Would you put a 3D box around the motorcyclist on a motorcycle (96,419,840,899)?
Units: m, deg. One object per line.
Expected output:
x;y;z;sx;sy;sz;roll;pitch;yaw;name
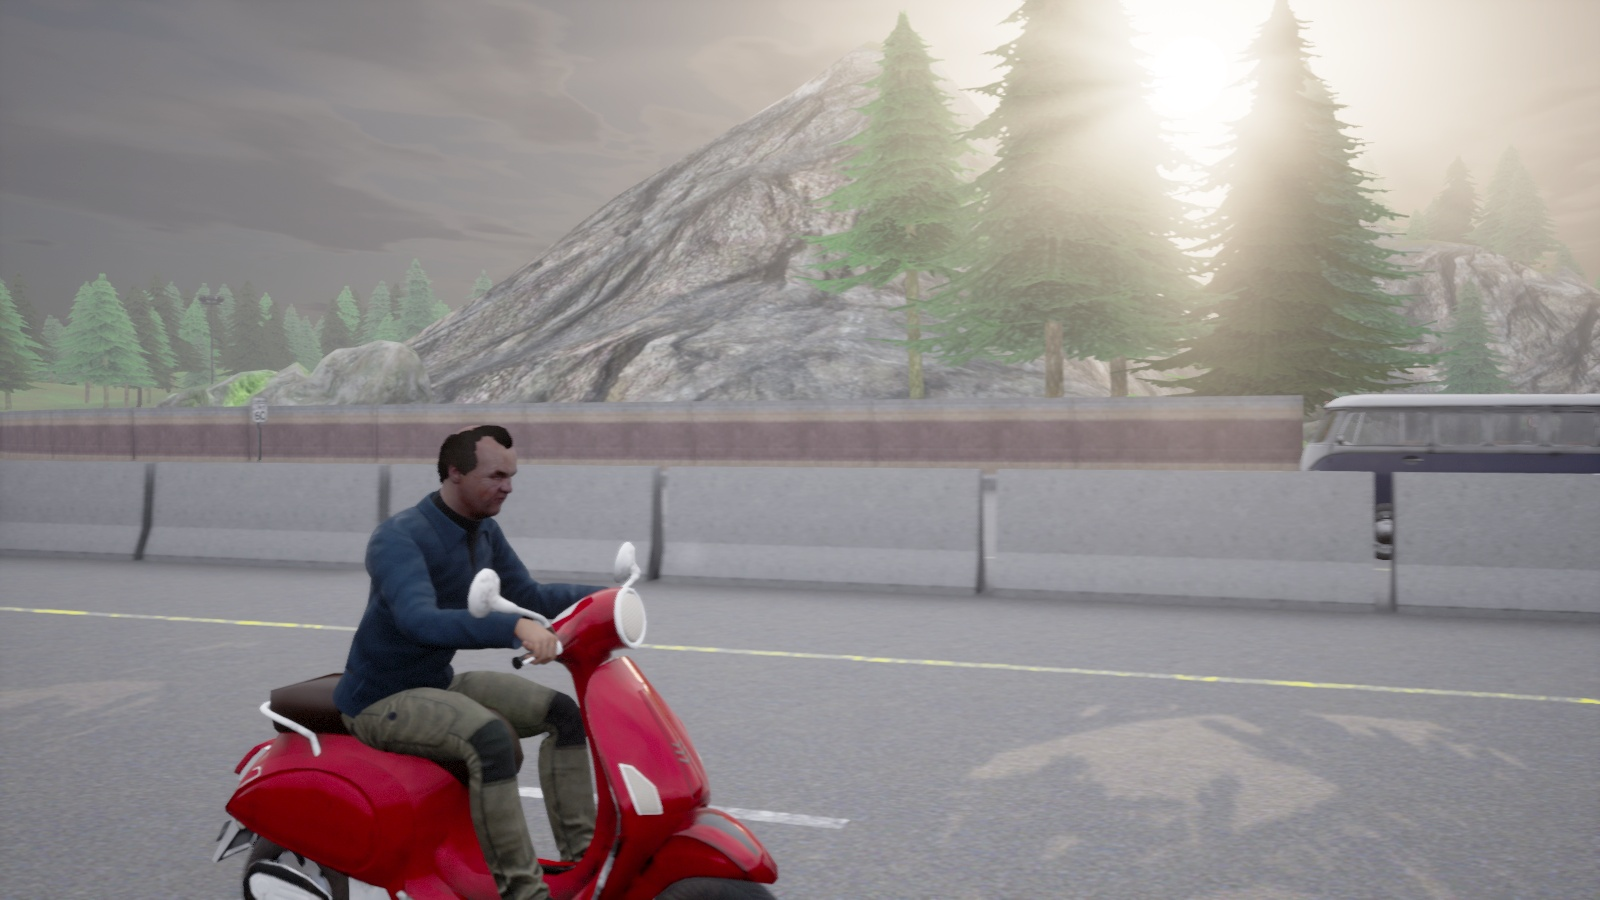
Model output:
-0.888;0.717;3.491;1.817;1.590;0.866;1;1;19;motorcyclist on a motorcycle

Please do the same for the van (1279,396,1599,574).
8.220;0.371;15.193;4.442;1.987;1.775;1;1;19;van
